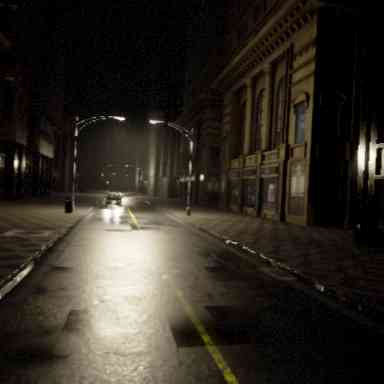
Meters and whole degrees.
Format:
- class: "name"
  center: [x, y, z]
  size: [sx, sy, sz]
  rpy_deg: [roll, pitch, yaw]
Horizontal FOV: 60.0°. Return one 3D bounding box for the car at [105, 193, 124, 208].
- class: "car"
  center: [-8.836, 0.905, 37.704]
  size: [2.128, 1.511, 4.902]
  rpy_deg: [3, 0, -13]
